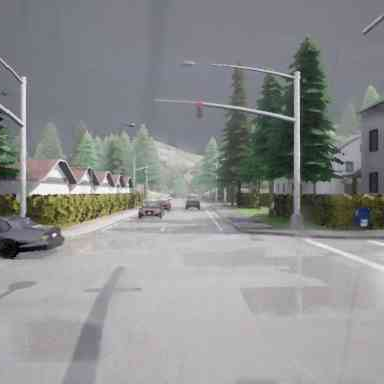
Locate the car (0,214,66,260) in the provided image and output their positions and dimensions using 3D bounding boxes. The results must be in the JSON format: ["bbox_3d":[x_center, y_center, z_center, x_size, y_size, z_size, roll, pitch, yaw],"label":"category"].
[{"bbox_3d":[-7.393,1.487,11.817,5.357,1.411,2.033,2,0,0],"label":"car"}]

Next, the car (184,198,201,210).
[{"bbox_3d":[0.100,1.513,43.303,1.837,1.490,4.892,0,0,0],"label":"car"}]

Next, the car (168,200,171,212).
[{"bbox_3d":[-3.501,1.608,39.331,1.895,1.301,4.718,0,0,0],"label":"car"}]

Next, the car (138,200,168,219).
[{"bbox_3d":[-3.501,1.569,29.336,1.994,1.385,4.181,0,0,0],"label":"car"}]
